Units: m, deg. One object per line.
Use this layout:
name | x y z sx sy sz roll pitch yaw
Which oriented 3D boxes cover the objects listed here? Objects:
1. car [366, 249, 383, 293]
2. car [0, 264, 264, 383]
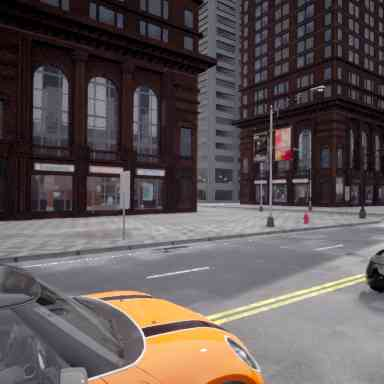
car | 5.877 1.576 7.657 4.181 1.385 1.994 0 0 -35
car | -1.563 1.352 2.324 4.553 1.767 2.097 0 0 -36
